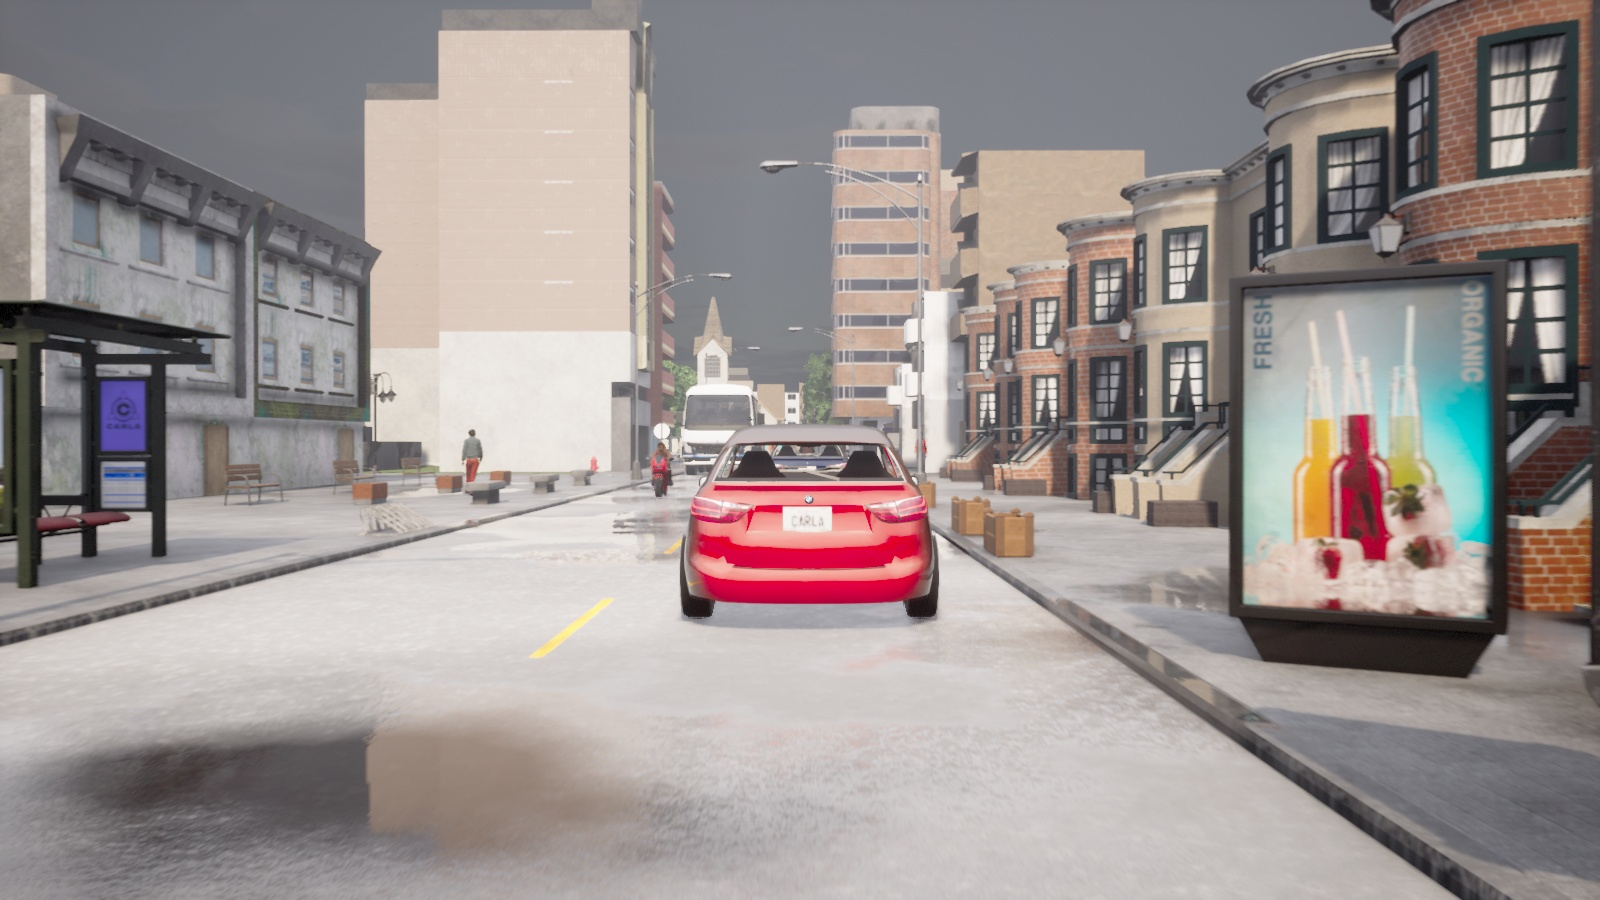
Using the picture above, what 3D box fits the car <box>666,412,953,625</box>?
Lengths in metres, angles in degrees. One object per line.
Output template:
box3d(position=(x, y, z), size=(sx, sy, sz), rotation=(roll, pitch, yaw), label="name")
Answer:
box3d(position=(0.085, 0.522, 12.144), size=(2.242, 1.667, 4.611), rotation=(0, 0, 0), label="car")

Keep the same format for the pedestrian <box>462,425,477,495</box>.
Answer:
box3d(position=(-8.724, 0.262, 33.139), size=(0.353, 1.847, 0.614), rotation=(0, 0, -17), label="pedestrian")

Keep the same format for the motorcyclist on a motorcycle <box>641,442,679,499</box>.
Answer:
box3d(position=(-3.788, 0.533, 34.095), size=(0.797, 1.523, 2.044), rotation=(0, 0, 0), label="motorcyclist on a motorcycle")

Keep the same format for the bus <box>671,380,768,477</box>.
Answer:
box3d(position=(-3.677, -0.974, 60.514), size=(3.944, 4.253, 10.273), rotation=(0, 0, 0), label="bus")
